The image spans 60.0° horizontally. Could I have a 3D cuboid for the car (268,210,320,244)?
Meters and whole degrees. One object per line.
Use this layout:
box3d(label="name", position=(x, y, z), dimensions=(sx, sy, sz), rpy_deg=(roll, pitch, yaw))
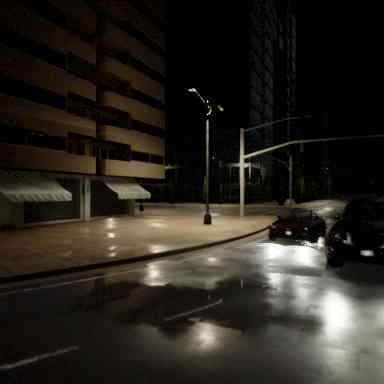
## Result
box3d(label="car", position=(5.174, 1.579, 16.014), dimensions=(1.994, 1.385, 4.181), rpy_deg=(0, 0, 31))

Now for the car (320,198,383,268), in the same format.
box3d(label="car", position=(6.084, 1.232, 10.952), dimensions=(2.150, 2.045, 5.566), rpy_deg=(0, 0, 34))
